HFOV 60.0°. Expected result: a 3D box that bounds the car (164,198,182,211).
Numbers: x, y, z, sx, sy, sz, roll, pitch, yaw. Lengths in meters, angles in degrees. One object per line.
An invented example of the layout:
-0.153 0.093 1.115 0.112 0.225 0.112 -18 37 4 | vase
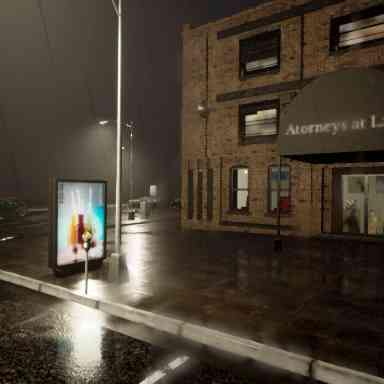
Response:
-0.419 1.352 37.232 2.128 1.511 4.902 1 1 36 | car

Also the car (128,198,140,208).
-5.148 1.315 42.127 2.033 1.411 5.357 1 1 36 | car

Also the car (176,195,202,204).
-0.410 1.180 54.074 1.812 1.442 4.674 1 1 37 | car

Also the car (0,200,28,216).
-17.740 1.429 30.340 1.895 1.301 4.718 1 1 33 | car

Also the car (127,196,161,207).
-6.521 1.315 45.748 1.895 1.301 4.718 1 1 36 | car

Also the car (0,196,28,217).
-16.000 1.232 27.128 2.097 1.767 4.553 1 1 35 | car

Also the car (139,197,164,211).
-3.470 1.423 38.565 1.895 1.301 4.718 1 1 36 | car
